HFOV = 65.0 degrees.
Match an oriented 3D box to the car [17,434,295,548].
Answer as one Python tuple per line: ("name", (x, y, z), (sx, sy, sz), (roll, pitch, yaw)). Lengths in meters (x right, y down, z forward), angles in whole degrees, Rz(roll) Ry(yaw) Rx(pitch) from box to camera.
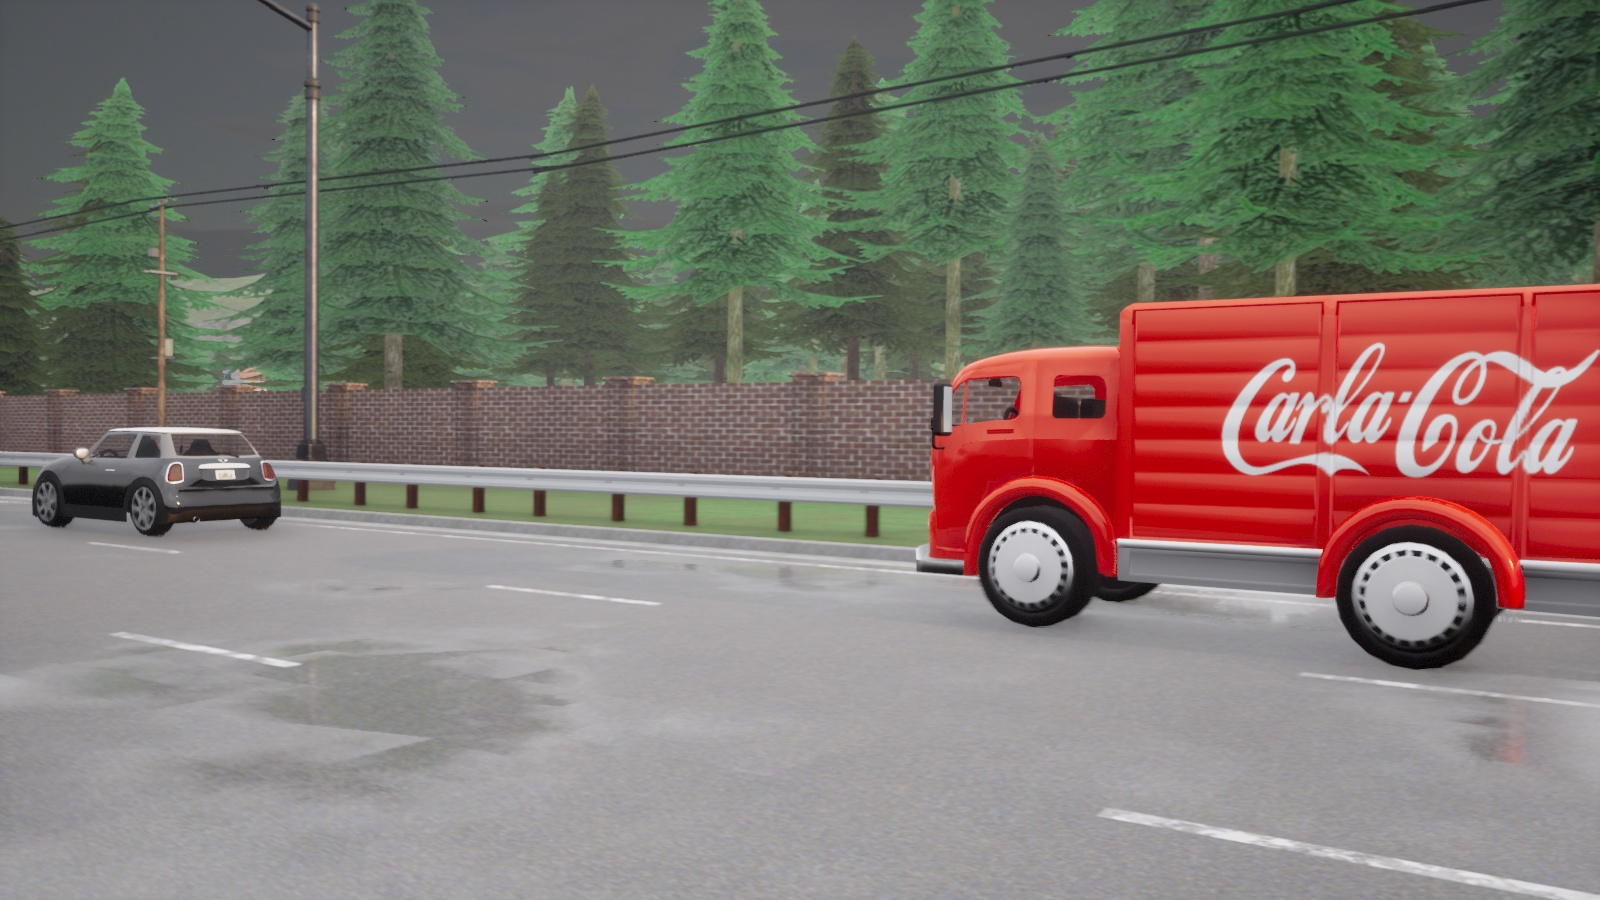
("car", (-9.391, 0.531, 18.264), (3.806, 1.475, 1.970), (0, 1, 34))

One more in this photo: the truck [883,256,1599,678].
("truck", (3.565, 0.080, 9.648), (5.204, 2.467, 2.627), (0, 1, 34))
